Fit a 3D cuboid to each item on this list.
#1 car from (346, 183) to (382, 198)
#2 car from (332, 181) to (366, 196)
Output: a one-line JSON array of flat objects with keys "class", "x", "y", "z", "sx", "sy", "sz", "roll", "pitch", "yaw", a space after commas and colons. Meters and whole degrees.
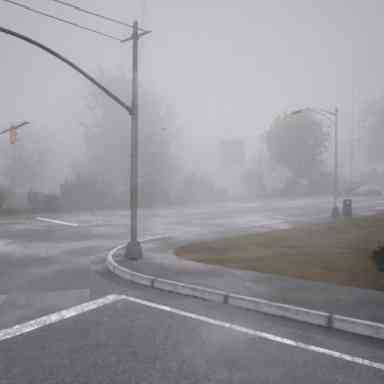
[{"class": "car", "x": 23.057, "y": -0.086, "z": 43.821, "sx": 4.674, "sy": 1.442, "sz": 1.812, "roll": -3, "pitch": 2, "yaw": -26}, {"class": "car", "x": 22.661, "y": -0.493, "z": 47.535, "sx": 5.566, "sy": 2.045, "sz": 2.150, "roll": -3, "pitch": 2, "yaw": -26}]
